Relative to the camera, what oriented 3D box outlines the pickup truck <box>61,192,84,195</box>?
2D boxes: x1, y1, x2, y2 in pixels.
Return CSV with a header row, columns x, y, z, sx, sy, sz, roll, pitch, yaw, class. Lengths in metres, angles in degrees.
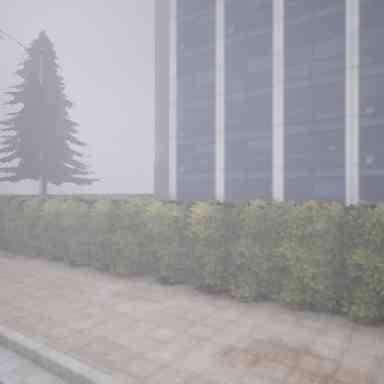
x,y,z,sx,sy,sz,roll,pitch,yaw,class
-21.742,0.975,61.925,6.274,2.098,2.390,0,0,-24,pickup truck
